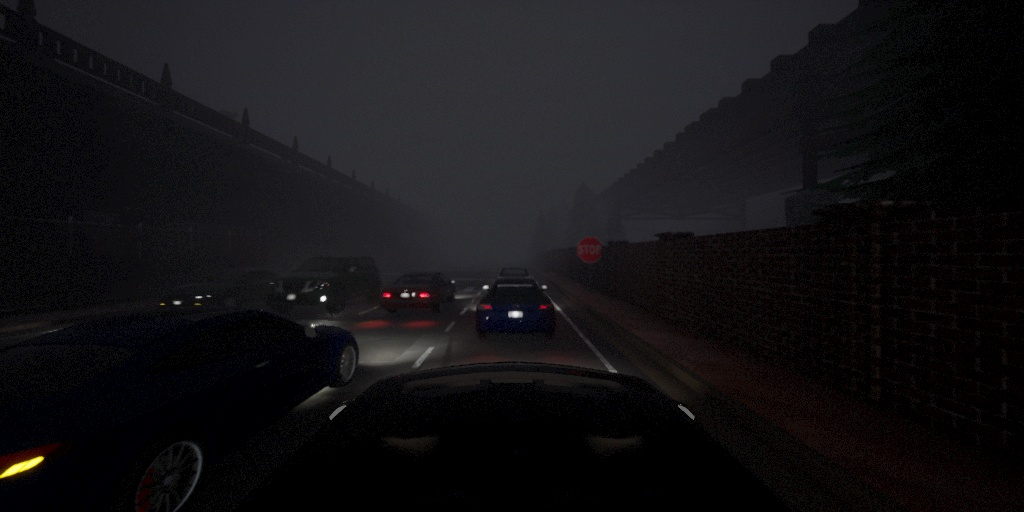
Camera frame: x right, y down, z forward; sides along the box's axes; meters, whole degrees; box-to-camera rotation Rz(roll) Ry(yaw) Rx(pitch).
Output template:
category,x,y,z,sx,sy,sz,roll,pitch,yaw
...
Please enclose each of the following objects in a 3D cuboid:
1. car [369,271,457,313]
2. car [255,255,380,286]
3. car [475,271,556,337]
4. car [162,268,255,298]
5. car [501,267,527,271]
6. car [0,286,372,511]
category,x,y,z,sx,sy,sz,roll,pitch,yaw
car,-3.391,1.290,13.893,2.033,1.411,5.357,0,0,0
car,-7.046,0.966,14.242,2.150,2.045,5.566,0,0,0
car,0.094,1.308,10.229,1.994,1.385,4.181,0,0,0
car,-10.548,1.250,13.738,1.837,1.490,4.892,0,-1,0
car,0.128,1.337,21.403,1.895,1.301,4.718,0,0,0
car,-3.398,1.275,3.930,1.812,1.442,4.674,0,0,0
